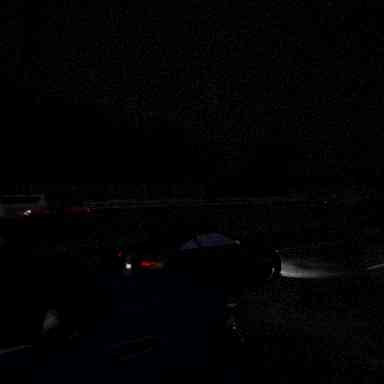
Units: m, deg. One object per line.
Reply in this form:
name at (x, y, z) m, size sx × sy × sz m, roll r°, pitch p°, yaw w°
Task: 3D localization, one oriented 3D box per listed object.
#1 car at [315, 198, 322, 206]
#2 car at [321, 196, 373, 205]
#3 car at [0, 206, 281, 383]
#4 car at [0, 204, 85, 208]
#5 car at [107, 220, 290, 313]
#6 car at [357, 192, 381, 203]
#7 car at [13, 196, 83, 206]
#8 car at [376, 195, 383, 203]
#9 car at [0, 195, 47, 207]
car at (19.897, 1.335, 48.415) m, size 5.008 × 1.535 × 1.882 m, roll 0°, pitch 0°, yaw -36°
car at (14.958, 1.406, 31.957) m, size 5.008 × 1.535 × 1.882 m, roll 0°, pitch 0°, yaw -36°
car at (-2.084, 1.219, 2.256) m, size 5.566 × 2.045 × 2.150 m, roll 0°, pitch 0°, yaw -36°
car at (-8.365, 1.600, 19.534) m, size 4.718 × 1.301 × 1.895 m, roll 0°, pitch 0°, yaw -36°
car at (0.274, 1.564, 8.255) m, size 4.181 × 1.385 × 1.994 m, roll 0°, pitch 0°, yaw -36°
car at (25.505, 1.065, 48.124) m, size 5.566 × 2.045 × 2.150 m, roll 0°, pitch 0°, yaw -35°
car at (-9.485, 1.351, 23.038) m, size 4.553 × 1.767 × 2.097 m, roll 0°, pitch 0°, yaw -36°
car at (27.342, 1.406, 45.136) m, size 4.181 × 1.385 × 1.994 m, roll 0°, pitch 0°, yaw -36°
car at (-13.418, 1.221, 24.523) m, size 5.566 × 2.045 × 2.150 m, roll 0°, pitch 0°, yaw -36°
